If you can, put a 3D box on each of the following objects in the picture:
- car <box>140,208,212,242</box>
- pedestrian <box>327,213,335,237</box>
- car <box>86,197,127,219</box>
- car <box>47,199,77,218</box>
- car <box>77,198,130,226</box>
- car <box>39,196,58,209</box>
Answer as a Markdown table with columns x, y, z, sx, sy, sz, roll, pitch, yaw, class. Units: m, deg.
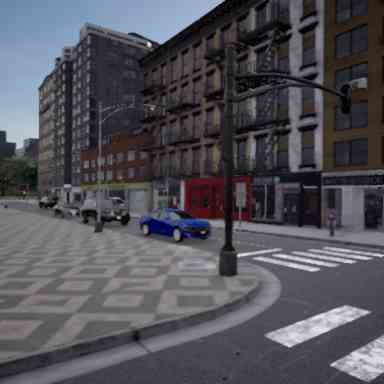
| x | y | z | sx | sy | sz | roll | pitch | yaw | class |
| --- | --- | --- | --- | --- | --- | --- | --- | --- | --- |
| -0.968 | 1.678 | 17.881 | 1.882 | 1.535 | 5.008 | 1 | -1 | -37 | car |
| 7.255 | 1.658 | 17.214 | 0.375 | 1.300 | 0.375 | 0 | 0 | -36 | pedestrian |
| -8.829 | 1.581 | 34.059 | 2.150 | 2.045 | 5.566 | 1 | -1 | -36 | car |
| -12.844 | 1.826 | 34.140 | 2.128 | 1.511 | 4.902 | 1 | -1 | -36 | car |
| -6.811 | 1.492 | 25.884 | 2.150 | 2.045 | 5.566 | 1 | -1 | -36 | car |
| -22.822 | 1.690 | 53.172 | 2.150 | 2.045 | 5.566 | 1 | -1 | -36 | car |
